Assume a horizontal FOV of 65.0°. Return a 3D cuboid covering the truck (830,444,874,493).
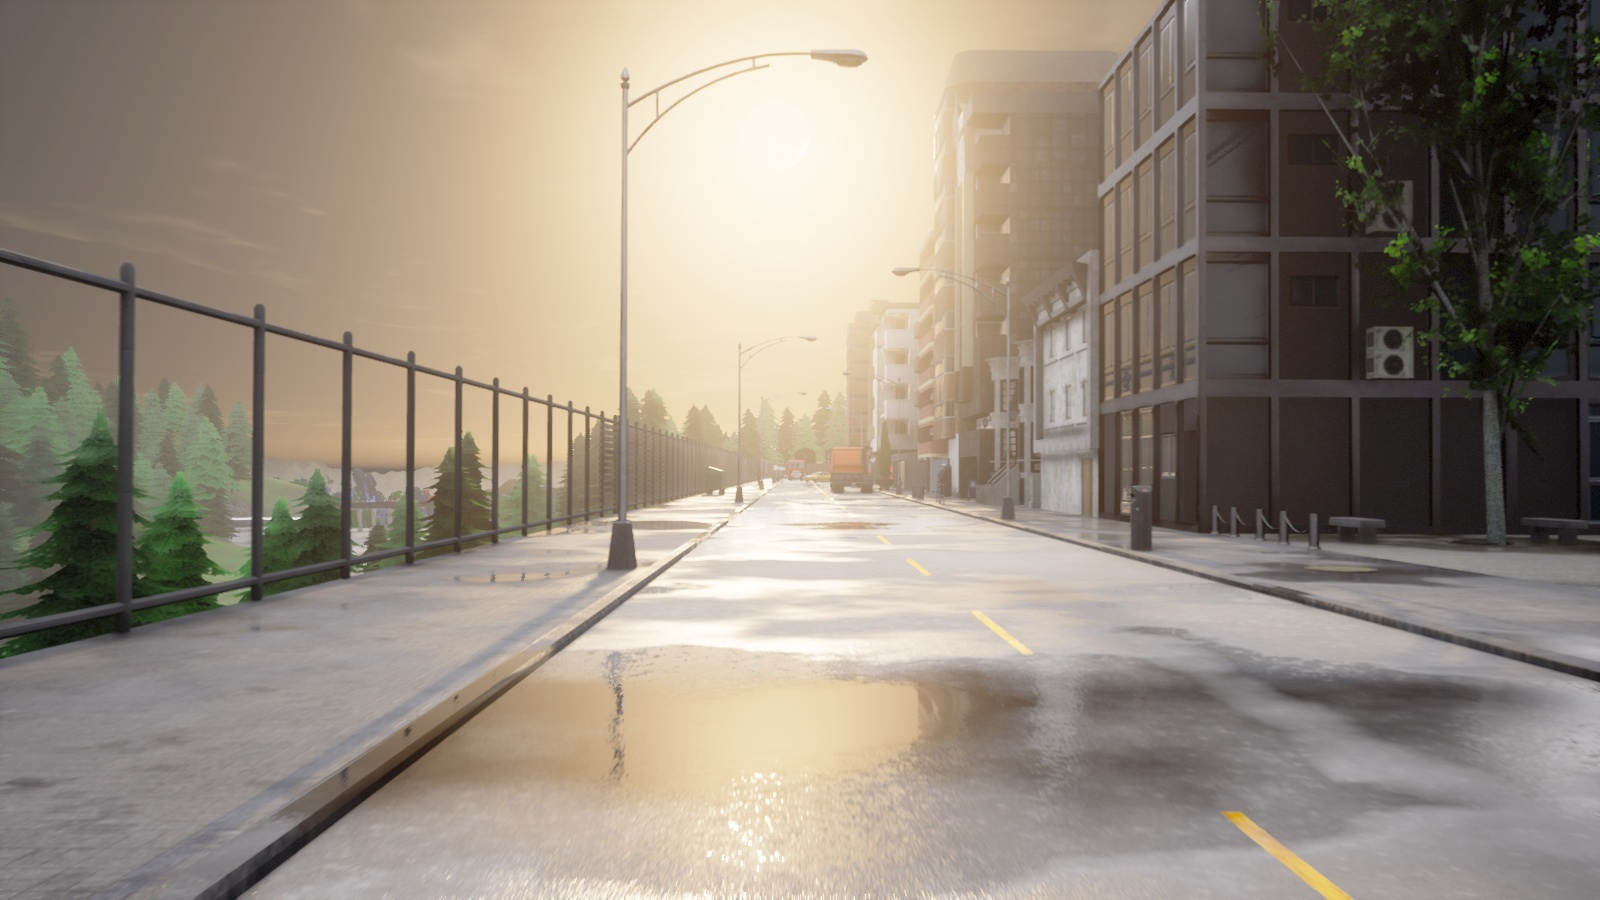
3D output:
[{"bbox_3d":[3.741,1.356,91.862,2.891,3.462,7.936,0,-1,0],"label":"truck"}]
